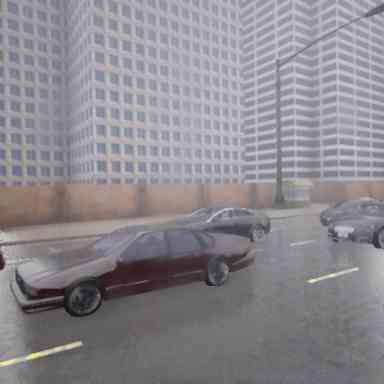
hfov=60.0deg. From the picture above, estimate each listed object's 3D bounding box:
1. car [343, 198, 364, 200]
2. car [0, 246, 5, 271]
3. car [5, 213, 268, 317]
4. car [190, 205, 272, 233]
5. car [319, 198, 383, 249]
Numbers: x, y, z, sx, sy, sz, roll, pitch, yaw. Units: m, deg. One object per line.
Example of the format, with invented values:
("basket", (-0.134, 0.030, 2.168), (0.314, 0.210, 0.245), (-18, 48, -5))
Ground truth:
("car", (9.051, 1.102, 18.397), (4.892, 1.490, 1.837), (-2, 1, -33))
("car", (-6.970, 1.370, 7.692), (4.553, 1.767, 2.097), (-2, 1, -34))
("car", (-1.001, 1.466, 7.491), (5.357, 1.411, 2.033), (-1, 1, -34))
("car", (0.952, 1.302, 13.003), (4.902, 1.511, 2.128), (-1, 1, -34))
("car", (7.342, 1.190, 13.056), (4.902, 1.511, 2.128), (-2, 1, -34))
